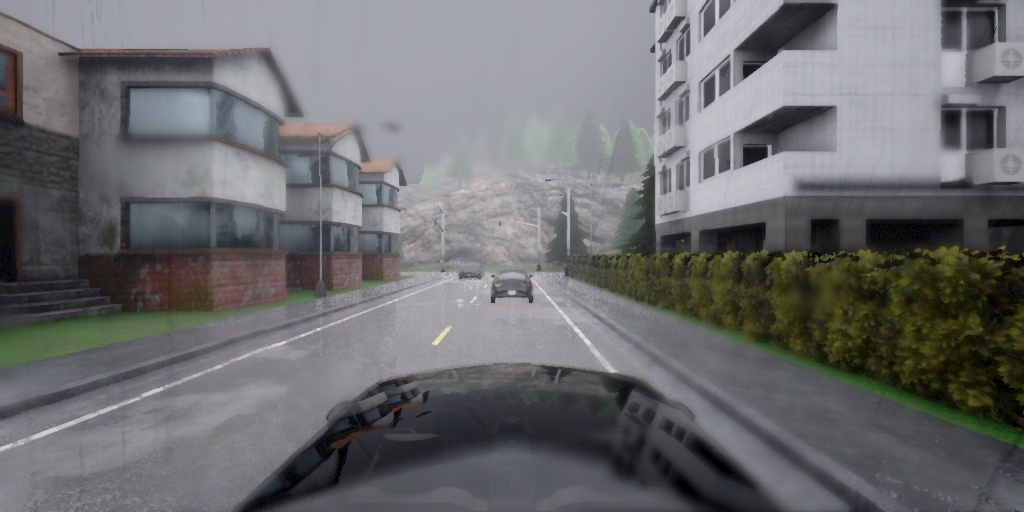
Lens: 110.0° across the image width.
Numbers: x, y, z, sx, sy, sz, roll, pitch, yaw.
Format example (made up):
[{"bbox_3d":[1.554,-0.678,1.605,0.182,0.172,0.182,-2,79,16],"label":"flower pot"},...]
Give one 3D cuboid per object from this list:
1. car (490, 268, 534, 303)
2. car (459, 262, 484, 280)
[{"bbox_3d":[0.000,1.282,16.500,1.812,1.442,4.674,0,0,0],"label":"car"},{"bbox_3d":[-3.500,1.309,31.460,1.837,1.490,4.892,0,0,0],"label":"car"}]
